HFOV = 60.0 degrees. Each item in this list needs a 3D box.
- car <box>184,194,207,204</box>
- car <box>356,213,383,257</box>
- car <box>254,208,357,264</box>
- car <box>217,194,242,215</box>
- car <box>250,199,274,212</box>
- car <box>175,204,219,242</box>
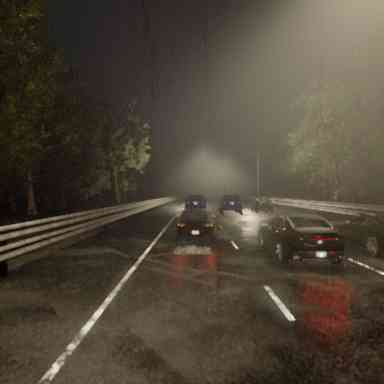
[{"bbox_3d":[0.391,1.226,34.537,2.150,2.045,5.566,0,0,1],"label":"car"},{"bbox_3d":[7.140,1.529,12.803,1.812,1.442,4.674,0,0,0],"label":"car"},{"bbox_3d":[3.638,1.507,11.740,1.837,1.490,4.892,0,0,0],"label":"car"},{"bbox_3d":[3.890,1.226,34.505,2.150,2.045,5.566,0,0,1],"label":"car"},{"bbox_3d":[7.407,1.496,35.418,2.128,1.511,4.902,0,0,1],"label":"car"},{"bbox_3d":[0.158,1.529,16.270,1.812,1.442,4.674,0,0,0],"label":"car"}]
